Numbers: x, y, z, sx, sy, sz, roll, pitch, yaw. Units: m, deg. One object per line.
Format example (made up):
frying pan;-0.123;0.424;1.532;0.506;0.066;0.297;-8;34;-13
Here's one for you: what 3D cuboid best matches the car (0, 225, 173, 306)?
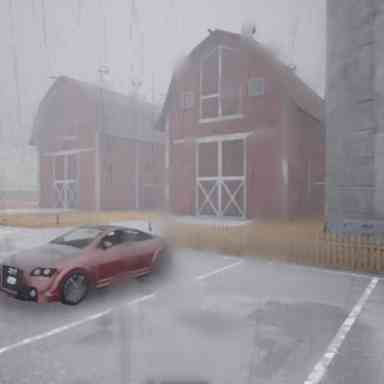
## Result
car;-2.332;1.523;8.059;1.994;1.381;4.181;0;0;35
